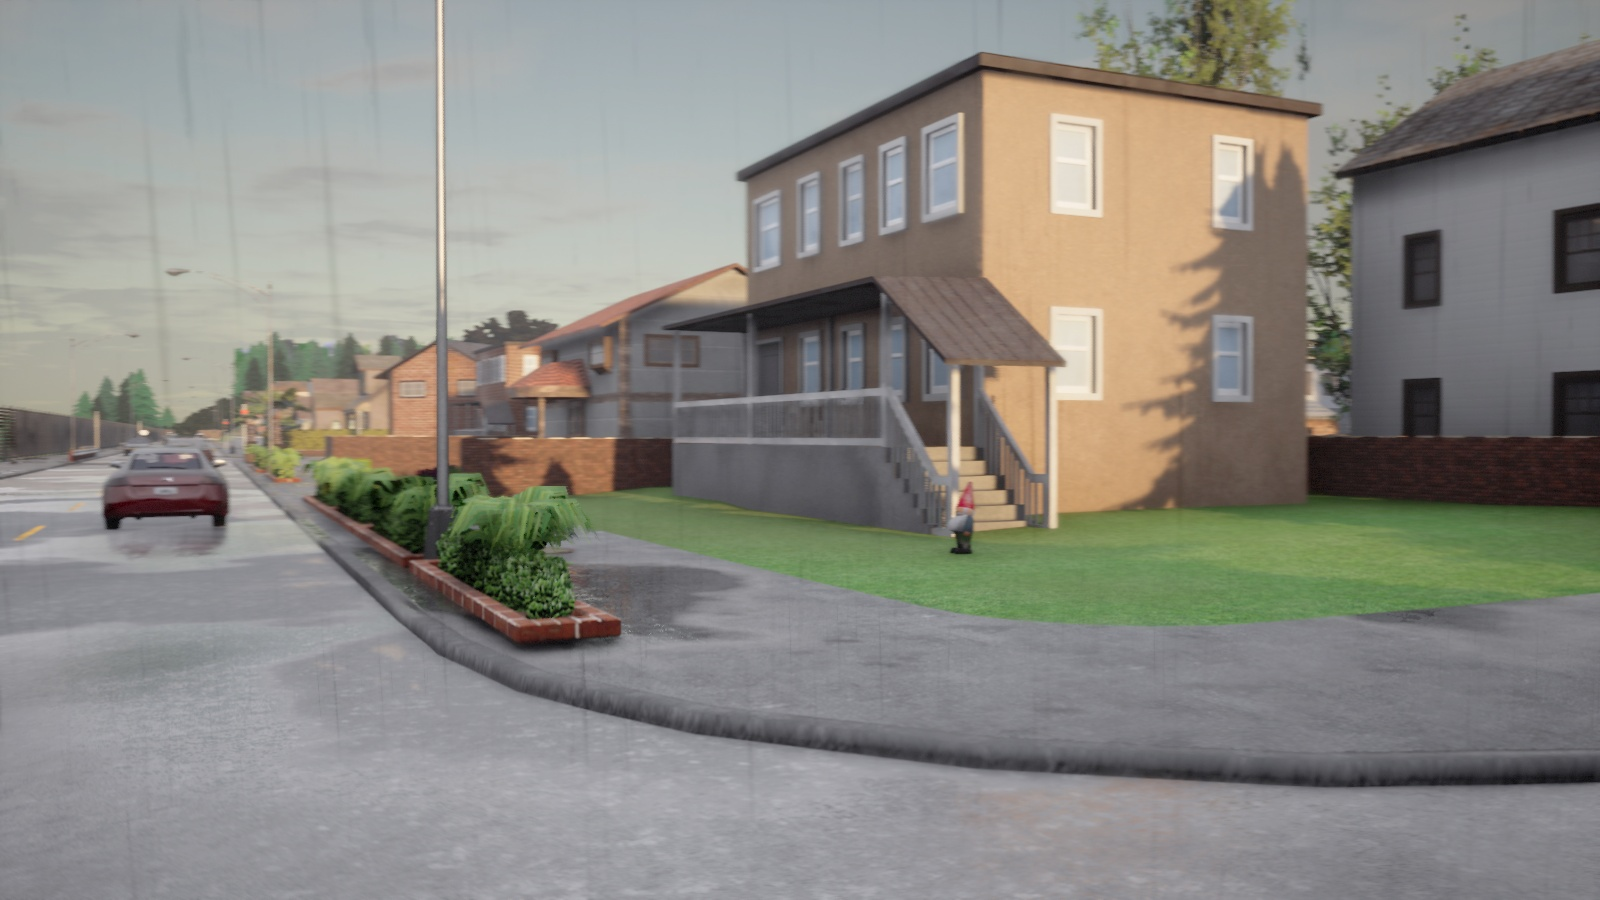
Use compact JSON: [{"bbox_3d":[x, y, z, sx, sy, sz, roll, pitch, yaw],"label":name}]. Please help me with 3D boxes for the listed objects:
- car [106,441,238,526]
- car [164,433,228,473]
[{"bbox_3d":[-11.437,0.541,23.055,1.994,1.385,4.181,0,1,-25],"label":"car"},{"bbox_3d":[-23.775,0.080,49.525,2.163,1.488,4.792,0,1,-25],"label":"car"}]
